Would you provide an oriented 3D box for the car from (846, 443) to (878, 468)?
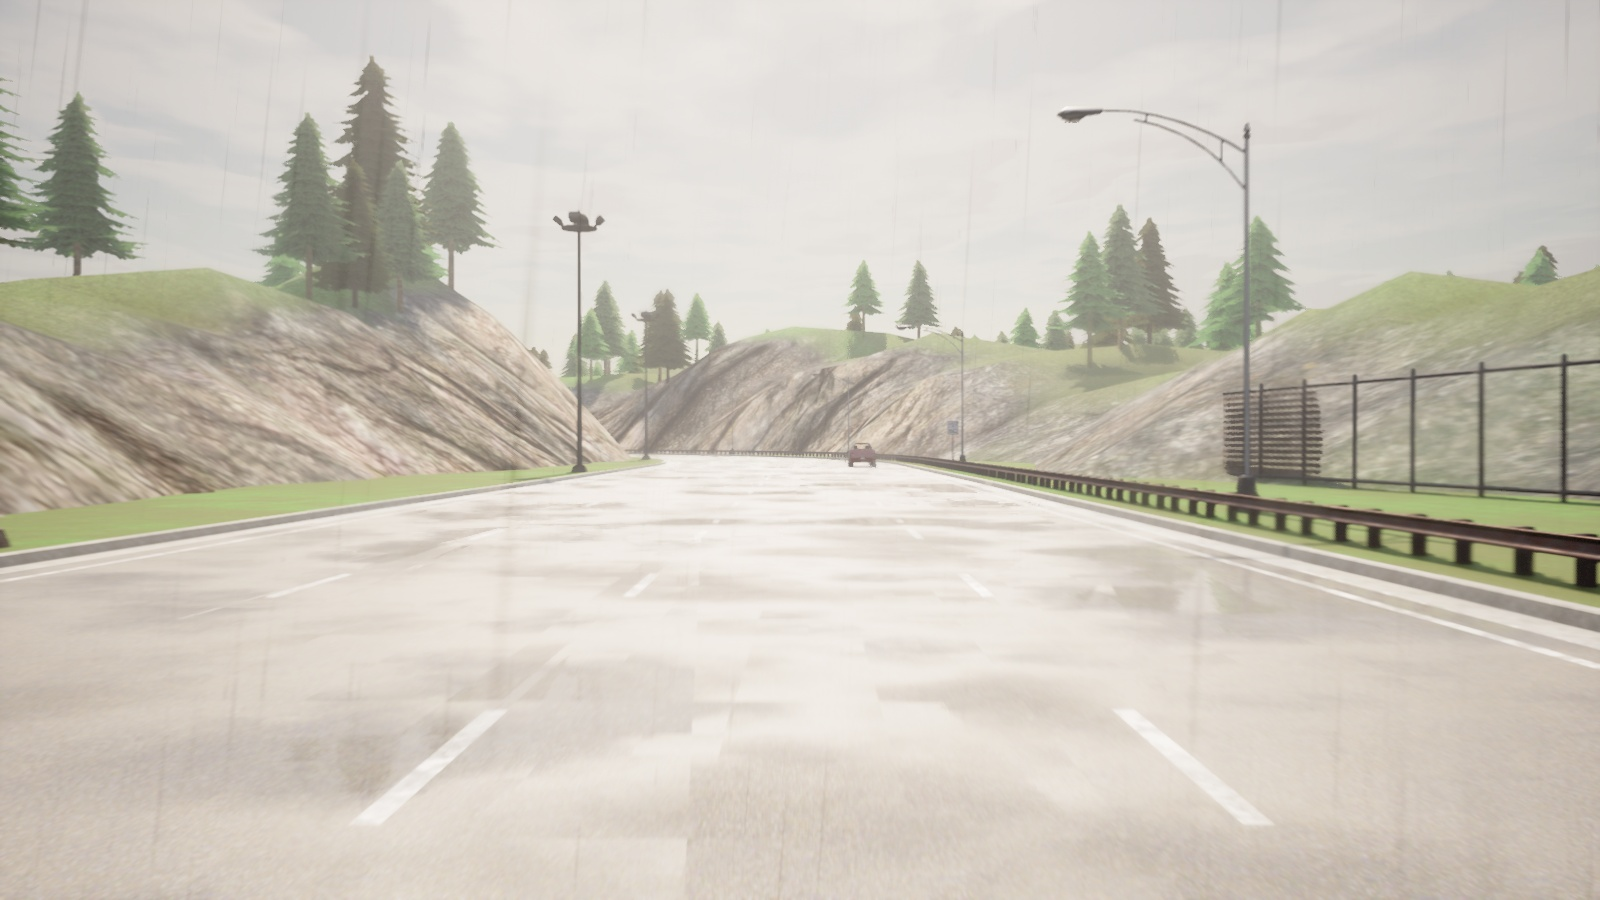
[{"bbox_3d":[3.871,0.323,78.972,1.845,1.501,3.633,0,0,0],"label":"car"}]
